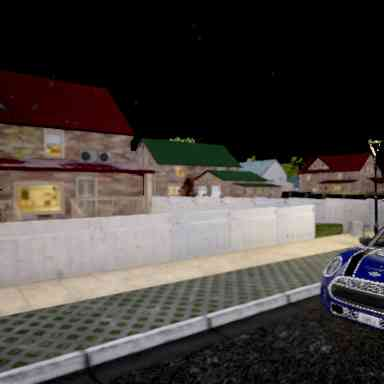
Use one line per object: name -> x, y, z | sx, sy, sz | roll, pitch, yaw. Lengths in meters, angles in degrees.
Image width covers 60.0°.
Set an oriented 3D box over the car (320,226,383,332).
car -> 4.448, 1.281, 6.243 | 4.553, 1.767, 2.097 | -1, 0, -35
